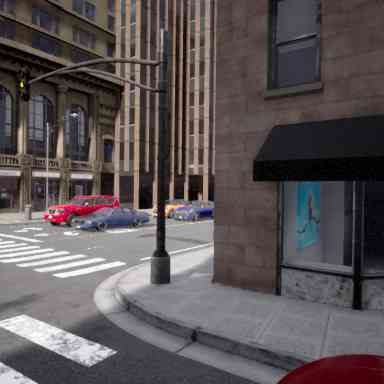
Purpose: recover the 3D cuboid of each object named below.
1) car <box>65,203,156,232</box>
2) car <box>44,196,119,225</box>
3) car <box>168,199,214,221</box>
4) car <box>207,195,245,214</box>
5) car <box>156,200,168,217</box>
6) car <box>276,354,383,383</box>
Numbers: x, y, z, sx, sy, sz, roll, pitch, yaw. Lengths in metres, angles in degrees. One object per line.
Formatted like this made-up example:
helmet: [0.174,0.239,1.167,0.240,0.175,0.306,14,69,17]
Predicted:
car: [-5.087,1.659,21.595,2.033,1.411,5.357,1,0,35]
car: [-7.552,1.289,23.734,2.150,2.045,5.566,1,0,35]
car: [0.347,1.545,29.345,2.097,1.767,4.553,1,0,35]
car: [4.232,1.466,40.543,2.150,2.045,5.566,1,0,35]
car: [-1.851,1.504,31.873,2.097,1.767,4.553,1,0,35]
car: [2.411,1.545,1.255,4.507,1.381,1.887,0,1,35]
